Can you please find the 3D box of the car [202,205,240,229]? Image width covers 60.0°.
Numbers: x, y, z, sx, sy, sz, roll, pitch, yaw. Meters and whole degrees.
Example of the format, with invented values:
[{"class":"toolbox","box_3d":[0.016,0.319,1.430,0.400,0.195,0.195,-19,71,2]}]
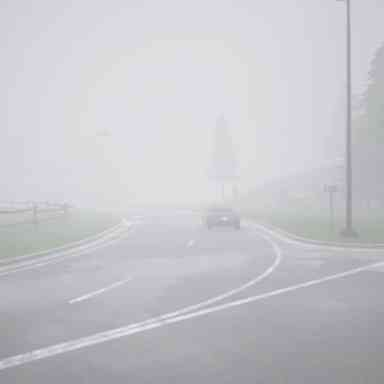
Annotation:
[{"class":"car","box_3d":[1.762,1.490,21.000,1.994,1.385,4.181,0,0,-3]}]
